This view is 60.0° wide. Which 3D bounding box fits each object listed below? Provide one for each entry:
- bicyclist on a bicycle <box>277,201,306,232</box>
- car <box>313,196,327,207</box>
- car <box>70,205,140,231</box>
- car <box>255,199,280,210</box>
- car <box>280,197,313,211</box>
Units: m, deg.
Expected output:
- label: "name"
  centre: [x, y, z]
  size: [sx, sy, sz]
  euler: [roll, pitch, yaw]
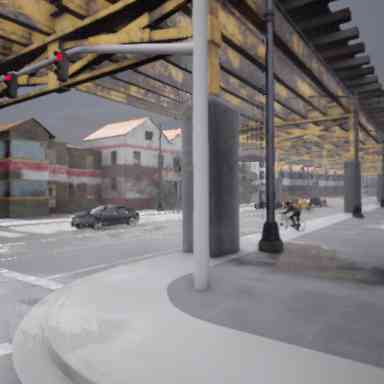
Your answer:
- label: "bicyclist on a bicycle"
  centre: [5.411, 1.343, 18.255]
  size: [1.656, 1.620, 0.582]
  euler: [-1, 0, 35]
- label: "car"
  centre: [19.109, 1.445, 50.443]
  size: [1.837, 1.490, 4.892]
  euler: [0, 0, 35]
- label: "car"
  centre: [-5.557, 1.615, 21.762]
  size: [1.837, 1.490, 4.892]
  euler: [0, 0, 35]
- label: "car"
  centre: [10.172, 1.600, 43.944]
  size: [2.033, 1.411, 5.357]
  euler: [0, 0, 36]
- label: "car"
  centre: [13.307, 1.504, 42.148]
  size: [1.882, 1.535, 5.008]
  euler: [0, 0, 36]
